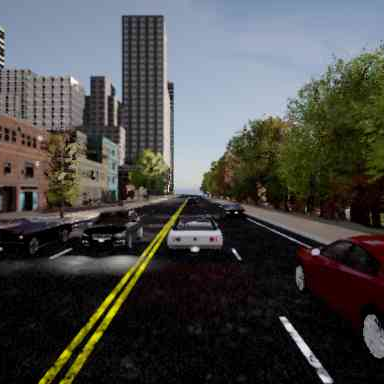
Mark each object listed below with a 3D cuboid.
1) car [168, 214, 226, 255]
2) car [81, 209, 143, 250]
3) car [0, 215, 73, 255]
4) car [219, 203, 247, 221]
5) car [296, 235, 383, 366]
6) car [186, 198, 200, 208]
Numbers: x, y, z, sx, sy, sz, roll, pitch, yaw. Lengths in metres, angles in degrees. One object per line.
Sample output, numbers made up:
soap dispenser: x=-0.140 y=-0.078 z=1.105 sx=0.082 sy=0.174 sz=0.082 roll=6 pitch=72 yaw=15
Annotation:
car: x=0.106 y=1.644 z=13.457 sx=1.895 sy=1.301 sz=4.718 roll=0 pitch=0 yaw=0
car: x=-3.342 y=1.553 z=14.687 sx=1.837 sy=1.490 sz=4.892 roll=0 pitch=0 yaw=0
car: x=-6.594 y=1.646 z=13.593 sx=1.895 sy=1.301 sz=4.718 roll=0 pitch=0 yaw=0
car: x=3.360 y=1.634 z=27.878 sx=2.033 sy=1.411 sz=5.357 roll=0 pitch=0 yaw=0
car: x=3.352 y=1.496 z=5.841 sx=1.882 sy=1.535 sz=5.008 roll=0 pitch=0 yaw=0
car: x=0.118 y=1.664 z=52.848 sx=1.837 sy=1.490 sz=4.892 roll=0 pitch=0 yaw=0
